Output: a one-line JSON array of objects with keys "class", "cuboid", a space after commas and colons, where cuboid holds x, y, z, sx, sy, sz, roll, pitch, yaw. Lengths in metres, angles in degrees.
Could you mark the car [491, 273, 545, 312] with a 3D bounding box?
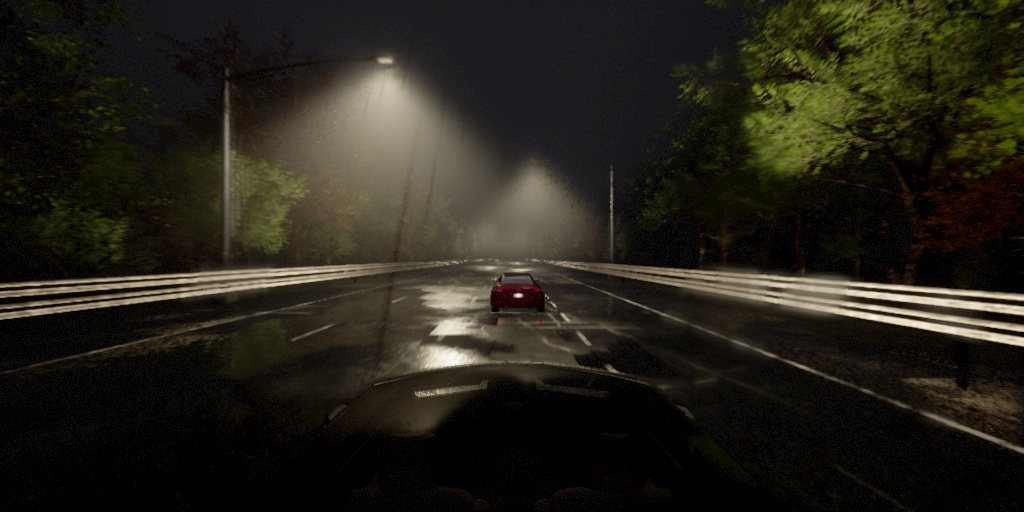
[{"class": "car", "cuboid": [0.190, 1.352, 14.469, 1.994, 1.385, 4.181, 0, 0, -1]}]
